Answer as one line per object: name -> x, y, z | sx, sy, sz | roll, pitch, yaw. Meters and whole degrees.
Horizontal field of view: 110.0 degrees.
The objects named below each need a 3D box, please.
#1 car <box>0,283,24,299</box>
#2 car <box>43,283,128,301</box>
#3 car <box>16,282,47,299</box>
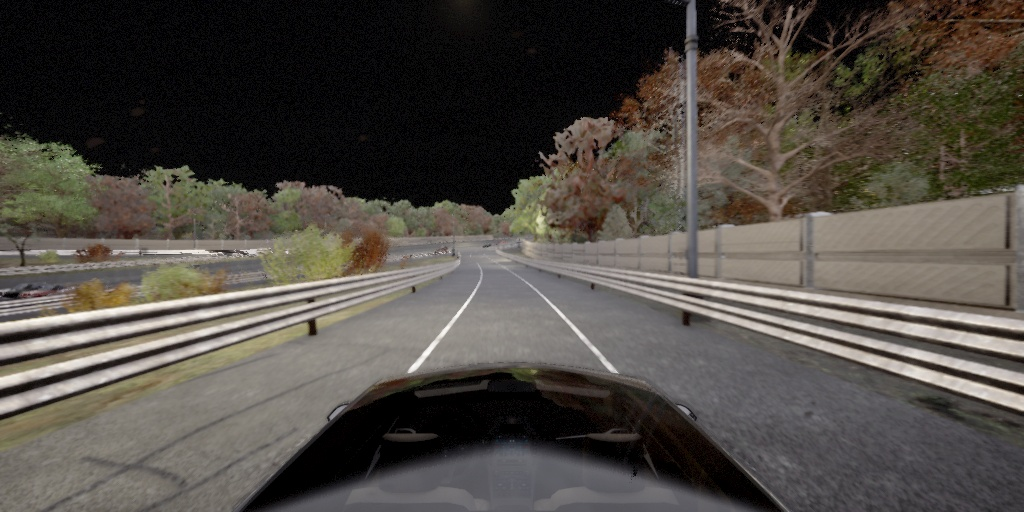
car -> -42.116, 2.989, 32.118 | 1.895, 1.301, 4.718 | 1, 4, 15
car -> -35.333, 3.018, 30.364 | 1.812, 1.442, 4.674 | 1, 4, 15
car -> -38.716, 3.038, 31.285 | 1.895, 1.301, 4.718 | 1, 4, 15
